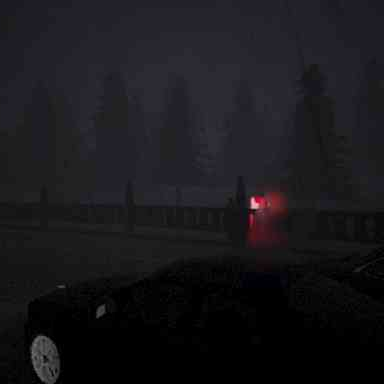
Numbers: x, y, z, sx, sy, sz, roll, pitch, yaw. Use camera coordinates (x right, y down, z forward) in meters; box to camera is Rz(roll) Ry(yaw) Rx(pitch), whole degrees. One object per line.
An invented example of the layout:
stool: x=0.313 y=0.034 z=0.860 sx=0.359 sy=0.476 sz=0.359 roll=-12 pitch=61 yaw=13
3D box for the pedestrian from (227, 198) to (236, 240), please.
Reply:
pedestrian: x=1.717 y=1.138 z=14.519 sx=0.375 sy=1.860 sz=0.375 roll=0 pitch=0 yaw=31

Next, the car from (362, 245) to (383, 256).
car: x=3.863 y=1.504 z=5.350 sx=4.892 sy=1.490 sz=1.837 roll=0 pitch=-1 yaw=35

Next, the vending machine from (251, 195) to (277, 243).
vending machine: x=3.308 y=1.192 z=15.253 sx=0.880 sy=2.100 sz=1.100 roll=0 pitch=0 yaw=32

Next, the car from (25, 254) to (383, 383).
car: x=0.180 y=1.477 z=3.629 sx=5.008 sy=1.535 sz=1.882 roll=0 pitch=0 yaw=34
